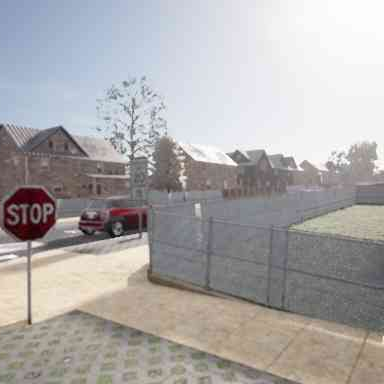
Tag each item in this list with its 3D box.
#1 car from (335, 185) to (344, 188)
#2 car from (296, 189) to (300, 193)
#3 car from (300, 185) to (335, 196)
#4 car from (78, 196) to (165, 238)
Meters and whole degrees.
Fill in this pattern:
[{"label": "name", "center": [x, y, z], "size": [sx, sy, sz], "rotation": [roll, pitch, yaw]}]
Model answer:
[{"label": "car", "center": [21.366, -0.300, 48.773], "size": [2.033, 1.411, 5.357], "rotation": [-2, 1, 36]}, {"label": "car", "center": [15.700, -0.026, 45.699], "size": [1.994, 1.385, 4.181], "rotation": [-2, 1, 36]}, {"label": "car", "center": [15.411, 0.047, 40.568], "size": [2.033, 1.411, 5.357], "rotation": [-2, 1, 37]}, {"label": "car", "center": [-2.959, 0.961, 15.627], "size": [2.097, 1.767, 4.553], "rotation": [-2, 1, 36]}]
